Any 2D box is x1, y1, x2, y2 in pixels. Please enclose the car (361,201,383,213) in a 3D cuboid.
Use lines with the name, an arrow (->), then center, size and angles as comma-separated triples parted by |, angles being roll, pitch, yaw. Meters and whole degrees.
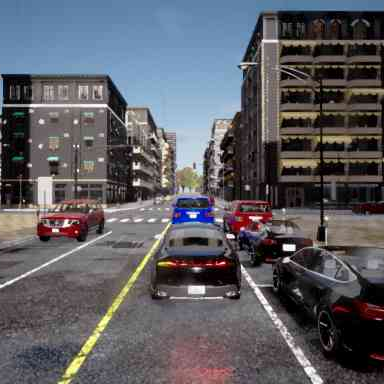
car -> 22.669, 1.742, 39.489 | 4.313, 1.339, 1.947 | 0, -1, 0

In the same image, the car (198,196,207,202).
car -> 2.449, 1.601, 77.529 | 1.947, 1.339, 4.313 | 1, 0, 0

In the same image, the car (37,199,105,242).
car -> -5.798, 1.322, 16.636 | 2.192, 1.841, 5.009 | 1, 0, 0

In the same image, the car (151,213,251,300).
car -> 0.075, 1.508, 8.388 | 1.837, 1.490, 4.892 | 0, 0, 0

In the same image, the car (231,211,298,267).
car -> 2.669, 1.570, 11.234 | 1.947, 1.339, 4.313 | 1, 0, 0

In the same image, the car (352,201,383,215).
car -> 17.182, 1.580, 31.079 | 4.206, 1.307, 1.802 | 0, -1, 0

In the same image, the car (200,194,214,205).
car -> 2.631, 1.342, 60.445 | 2.192, 1.841, 5.009 | 1, 0, 0

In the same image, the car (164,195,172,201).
car -> -5.949, 1.563, 82.965 | 1.752, 1.417, 4.829 | 1, 0, 0

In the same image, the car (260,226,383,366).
car -> 2.687, 1.568, 5.795 | 1.947, 1.339, 4.313 | 1, 0, 0

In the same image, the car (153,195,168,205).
car -> -5.996, 1.577, 60.352 | 2.008, 1.369, 4.403 | 1, 0, 0

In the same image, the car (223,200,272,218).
car -> 2.728, 1.322, 16.670 | 2.192, 1.841, 5.009 | 1, 0, 0

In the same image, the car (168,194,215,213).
car -> 0.042, 1.229, 18.304 | 2.150, 2.045, 5.566 | 0, 0, 0

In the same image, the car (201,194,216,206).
car -> 2.659, 1.339, 54.745 | 2.192, 1.841, 5.009 | 1, 0, 0
